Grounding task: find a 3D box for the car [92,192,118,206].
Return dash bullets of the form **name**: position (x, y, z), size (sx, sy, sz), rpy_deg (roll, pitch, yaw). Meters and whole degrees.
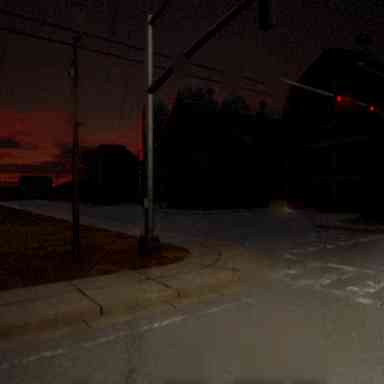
- **car**: position (-13.268, 1.057, 50.967), size (3.866, 1.878, 1.905), rpy_deg (-2, 5, 11)
